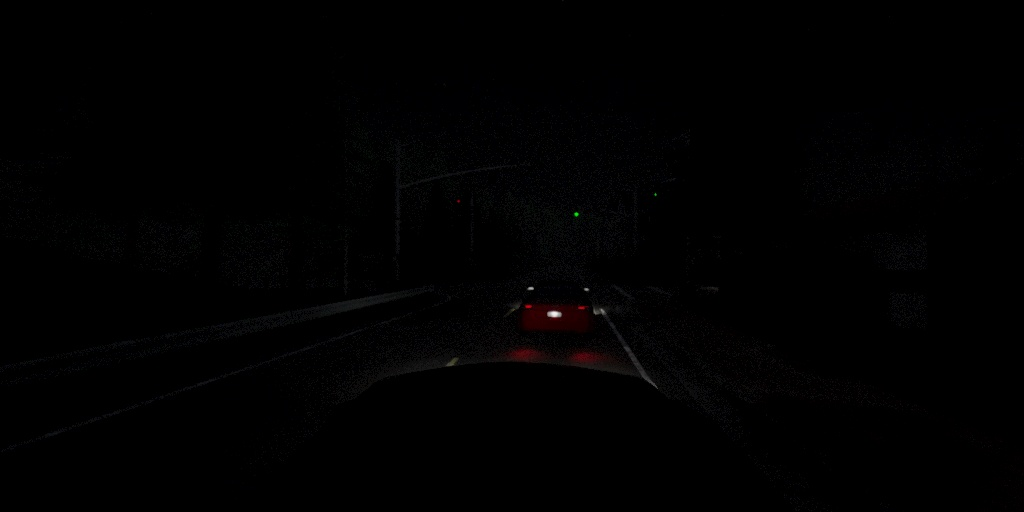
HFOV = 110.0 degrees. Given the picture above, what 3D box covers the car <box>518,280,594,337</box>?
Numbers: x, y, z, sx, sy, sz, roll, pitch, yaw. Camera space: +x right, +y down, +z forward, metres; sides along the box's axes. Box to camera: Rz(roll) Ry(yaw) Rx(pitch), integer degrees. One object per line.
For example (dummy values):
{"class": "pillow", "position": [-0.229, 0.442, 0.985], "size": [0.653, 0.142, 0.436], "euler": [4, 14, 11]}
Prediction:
{"class": "car", "position": [1.365, 1.418, 10.767], "size": [1.994, 1.385, 4.181], "euler": [0, -1, 9]}
